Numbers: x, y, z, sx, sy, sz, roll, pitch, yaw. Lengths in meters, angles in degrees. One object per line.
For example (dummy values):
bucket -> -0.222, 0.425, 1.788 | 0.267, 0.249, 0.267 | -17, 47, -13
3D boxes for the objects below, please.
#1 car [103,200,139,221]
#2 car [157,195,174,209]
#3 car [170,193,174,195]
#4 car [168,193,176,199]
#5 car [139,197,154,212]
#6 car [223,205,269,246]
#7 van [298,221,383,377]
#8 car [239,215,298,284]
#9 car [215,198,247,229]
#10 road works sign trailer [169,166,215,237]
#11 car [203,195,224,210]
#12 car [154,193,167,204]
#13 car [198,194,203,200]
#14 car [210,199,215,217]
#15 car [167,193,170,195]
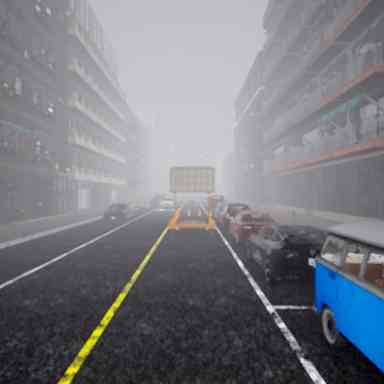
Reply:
car -> -5.687, 1.505, 26.211 | 1.947, 1.339, 4.313 | 0, 0, 0
car -> -3.085, 1.421, 43.472 | 1.812, 1.442, 4.674 | 0, 0, 0
car -> -5.680, 1.088, 88.212 | 2.192, 1.841, 5.009 | 0, 0, 0
car -> -5.681, 1.197, 93.848 | 1.967, 1.590, 4.097 | 0, 0, 0
car -> -5.686, 1.437, 37.314 | 1.752, 1.417, 4.829 | 0, 0, 0
car -> 2.693, 1.511, 14.935 | 1.887, 1.381, 4.507 | 0, 0, 0
van -> 2.693, 1.333, 3.662 | 1.690, 1.788, 3.998 | 0, 0, 0
car -> 2.692, 1.545, 9.298 | 1.947, 1.339, 4.313 | 0, 0, 0
car -> 2.694, 1.393, 20.571 | 1.967, 1.590, 4.097 | 0, 0, 0
road works sign trailer -> 0.002, 0.424, 17.702 | 2.380, 3.560, 2.880 | 0, 0, 0
car -> 2.696, 1.226, 37.480 | 2.192, 1.841, 5.009 | 0, 0, 0
car -> -5.684, 1.306, 54.394 | 1.967, 1.590, 4.097 | 0, 0, 0
car -> 2.699, 1.297, 88.378 | 1.752, 1.417, 4.829 | 0, 0, 0
car -> 2.694, 1.490, 26.207 | 2.008, 1.369, 4.403 | 0, 0, 0
car -> -5.683, 1.166, 60.030 | 2.192, 1.841, 5.009 | 0, 0, 0
